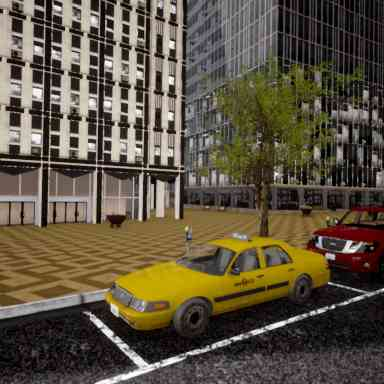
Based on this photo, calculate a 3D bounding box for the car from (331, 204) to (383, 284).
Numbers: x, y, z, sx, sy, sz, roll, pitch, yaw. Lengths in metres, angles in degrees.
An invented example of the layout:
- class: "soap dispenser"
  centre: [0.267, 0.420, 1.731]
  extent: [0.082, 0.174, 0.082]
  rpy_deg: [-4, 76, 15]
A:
- class: "car"
  centre: [5.609, 1.323, 9.836]
  extent: [5.009, 1.841, 2.192]
  rpy_deg: [0, 1, -34]

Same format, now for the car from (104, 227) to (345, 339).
- class: "car"
  centre: [0.770, 1.529, 6.574]
  extent: [4.829, 1.417, 1.752]
  rpy_deg: [0, 1, -35]
